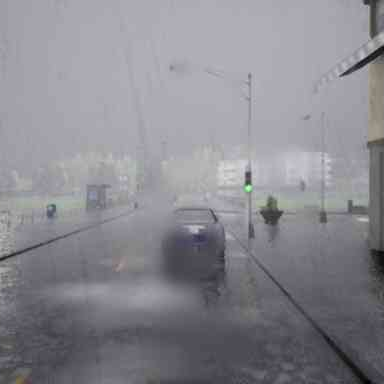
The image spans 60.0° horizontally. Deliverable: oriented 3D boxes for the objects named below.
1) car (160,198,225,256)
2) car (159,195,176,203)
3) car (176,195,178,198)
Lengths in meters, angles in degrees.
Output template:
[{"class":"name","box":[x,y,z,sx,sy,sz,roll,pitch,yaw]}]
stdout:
[{"class":"car","box":[0.082,1.276,12.969,2.097,1.767,4.553,0,0,0]},{"class":"car","box":[-4.066,1.195,53.263,1.837,1.490,4.892,0,0,0]},{"class":"car","box":[-3.995,1.194,68.856,1.895,1.301,4.718,0,0,0]}]
